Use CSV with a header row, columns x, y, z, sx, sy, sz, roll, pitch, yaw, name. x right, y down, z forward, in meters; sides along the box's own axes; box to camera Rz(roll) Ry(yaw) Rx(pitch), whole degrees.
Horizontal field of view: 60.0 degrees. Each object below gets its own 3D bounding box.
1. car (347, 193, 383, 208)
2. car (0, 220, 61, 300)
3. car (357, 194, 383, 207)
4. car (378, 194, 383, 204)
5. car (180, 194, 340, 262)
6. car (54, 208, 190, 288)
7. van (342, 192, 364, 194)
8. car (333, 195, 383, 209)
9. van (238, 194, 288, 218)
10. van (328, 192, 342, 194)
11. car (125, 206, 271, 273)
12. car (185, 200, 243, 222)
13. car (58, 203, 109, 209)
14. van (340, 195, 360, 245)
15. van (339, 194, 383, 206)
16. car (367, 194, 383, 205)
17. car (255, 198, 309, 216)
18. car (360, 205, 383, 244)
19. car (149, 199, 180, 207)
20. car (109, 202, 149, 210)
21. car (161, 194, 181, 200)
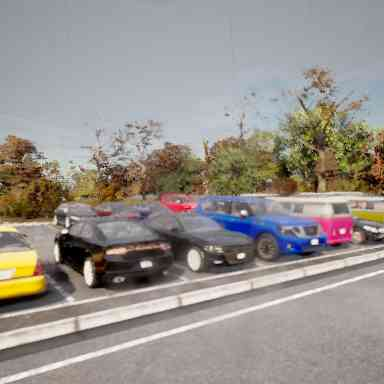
x,y,z,sx,sy,sz,roll,pitch,yaw,name
22.476,1.003,42.334,2.185,1.767,4.553,-1,1,-35,car
-4.838,1.422,7.842,1.946,1.575,5.366,0,0,-35,car
24.804,1.087,43.935,2.097,1.535,5.008,-1,1,-35,car
29.498,1.032,47.293,2.163,1.488,4.792,-1,1,-35,car
2.210,1.198,12.559,2.435,2.045,5.566,0,0,-35,car
-2.420,1.433,9.317,2.097,1.535,5.008,0,0,-35,car
17.917,0.984,39.218,1.878,1.987,4.442,-1,1,-35,van
20.186,1.170,40.685,2.097,1.535,5.008,-1,1,-35,car
6.517,1.192,30.883,1.878,1.987,4.442,-1,1,-35,van
13.301,1.067,35.961,1.878,1.987,4.442,-1,1,-35,van
-0.119,1.441,10.955,2.097,1.535,5.008,0,0,-35,car
1.731,1.469,27.645,2.097,1.535,5.008,0,0,-35,car
-7.409,1.441,21.206,2.231,1.521,4.892,0,0,-35,car
4.434,1.232,14.307,1.878,1.987,4.442,0,0,-35,van
8.951,1.245,17.498,1.878,1.987,4.442,0,0,-35,van
27.104,1.045,45.571,2.097,1.535,5.008,-1,1,-35,car
8.742,1.405,32.638,2.163,1.488,4.792,-1,1,-35,car
6.807,1.506,15.844,2.002,1.452,4.674,0,0,-35,car
-2.877,1.486,24.361,2.163,1.488,4.792,0,0,-35,car
-5.184,1.478,22.733,2.163,1.488,4.792,0,0,-35,car
-0.571,1.213,25.992,2.435,2.045,5.566,0,0,-35,car
